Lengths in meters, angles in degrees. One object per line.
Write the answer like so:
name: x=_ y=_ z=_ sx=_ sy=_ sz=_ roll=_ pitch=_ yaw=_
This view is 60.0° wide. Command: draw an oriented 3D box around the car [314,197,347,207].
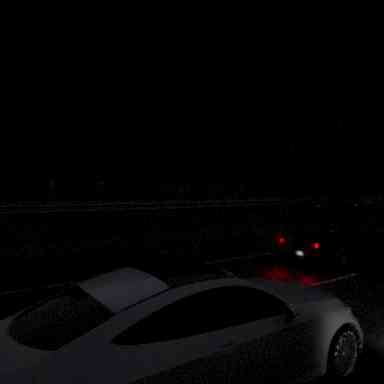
car: x=17.215 y=1.458 z=41.278 sx=4.892 sy=1.490 sz=1.837 roll=0 pitch=0 yaw=-33

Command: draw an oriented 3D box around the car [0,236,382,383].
car: x=0.038 y=1.532 z=3.760 sx=4.674 sy=1.442 sz=1.812 roll=0 pitch=0 yaw=-35

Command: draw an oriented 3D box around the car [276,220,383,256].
car: x=5.198 y=1.634 z=11.679 sx=4.718 sy=1.301 sz=1.895 roll=0 pitch=0 yaw=-35

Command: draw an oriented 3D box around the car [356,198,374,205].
car: x=21.588 y=1.473 z=39.967 sx=4.674 sy=1.442 sz=1.812 roll=0 pitch=0 yaw=-33

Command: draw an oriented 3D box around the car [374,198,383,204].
car: x=22.107 y=1.527 z=36.120 sx=4.181 sy=1.385 sz=1.994 roll=0 pitch=0 yaw=-33
